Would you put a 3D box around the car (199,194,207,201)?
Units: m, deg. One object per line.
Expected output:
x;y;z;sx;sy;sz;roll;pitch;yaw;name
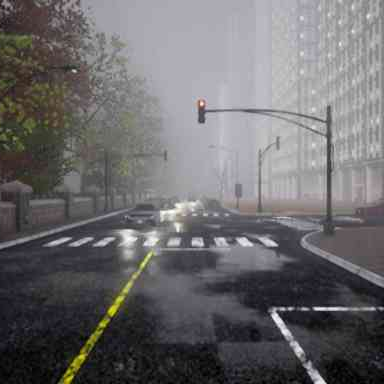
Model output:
2.694;1.351;81.286;1.967;1.590;4.097;0;0;0;car

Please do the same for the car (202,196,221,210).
2.692;1.504;41.860;1.947;1.339;4.313;0;0;0;car

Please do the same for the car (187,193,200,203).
0.001;1.463;68.730;2.033;1.411;5.357;0;0;0;car

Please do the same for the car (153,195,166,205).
-5.687;1.362;58.758;1.967;1.590;4.097;0;0;0;car

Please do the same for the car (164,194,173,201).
-5.686;1.351;81.286;1.967;1.590;4.097;0;0;0;car

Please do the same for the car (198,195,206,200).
2.693;1.459;92.551;2.008;1.369;4.403;0;0;0;car

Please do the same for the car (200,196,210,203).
2.694;1.459;70.023;1.887;1.381;4.507;0;0;0;car

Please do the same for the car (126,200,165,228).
-3.094;1.489;22.056;1.812;1.442;4.674;0;0;0;car

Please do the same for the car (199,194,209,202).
2.694;1.353;75.655;1.967;1.590;4.097;0;0;0;car

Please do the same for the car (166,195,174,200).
-5.687;1.454;86.919;1.887;1.381;4.507;0;0;0;car

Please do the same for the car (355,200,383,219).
14.607;1.254;25.069;4.181;1.385;1.994;-1;0;0;car

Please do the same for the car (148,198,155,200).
-5.688;1.514;47.493;1.802;1.307;4.206;0;0;0;car

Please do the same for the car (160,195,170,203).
-5.686;1.440;69.853;1.752;1.417;4.829;0;0;0;car

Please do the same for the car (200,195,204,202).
2.693;1.492;53.125;1.947;1.339;4.313;0;0;0;car

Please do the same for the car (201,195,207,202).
2.693;1.498;47.493;1.947;1.339;4.313;0;0;0;car

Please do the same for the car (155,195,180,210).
-3.096;1.430;42.626;2.128;1.511;4.902;0;0;0;car
